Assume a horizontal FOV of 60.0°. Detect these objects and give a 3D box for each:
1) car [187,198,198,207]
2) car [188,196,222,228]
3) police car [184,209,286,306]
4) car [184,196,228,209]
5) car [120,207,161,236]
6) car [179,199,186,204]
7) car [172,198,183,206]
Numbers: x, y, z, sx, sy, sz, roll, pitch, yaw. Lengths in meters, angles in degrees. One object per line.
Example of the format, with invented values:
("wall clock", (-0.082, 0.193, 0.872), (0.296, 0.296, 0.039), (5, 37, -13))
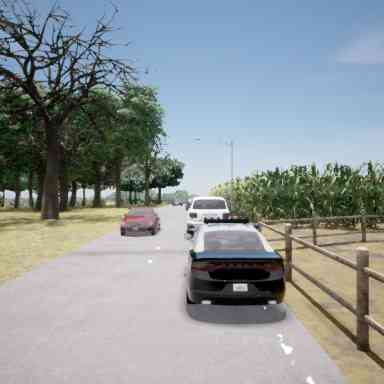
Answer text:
("car", (0.056, 1.879, 59.198), (1.837, 1.490, 4.892), (0, -1, 0))
("car", (0.847, 1.314, 24.219), (2.150, 2.045, 5.566), (0, 0, 0))
("police car", (0.832, 1.440, 8.290), (1.930, 1.638, 5.238), (0, 0, 0))
("car", (0.842, 1.280, 18.217), (2.150, 2.045, 5.566), (0, 0, 0))
("car", (-2.832, 1.585, 19.050), (1.812, 1.442, 4.674), (0, 0, 0))
("car", (-2.658, 2.797, 95.521), (1.812, 1.442, 4.674), (0, -2, 0))
("car", (-2.749, 1.917, 62.350), (2.128, 1.511, 4.902), (0, -1, 1))
